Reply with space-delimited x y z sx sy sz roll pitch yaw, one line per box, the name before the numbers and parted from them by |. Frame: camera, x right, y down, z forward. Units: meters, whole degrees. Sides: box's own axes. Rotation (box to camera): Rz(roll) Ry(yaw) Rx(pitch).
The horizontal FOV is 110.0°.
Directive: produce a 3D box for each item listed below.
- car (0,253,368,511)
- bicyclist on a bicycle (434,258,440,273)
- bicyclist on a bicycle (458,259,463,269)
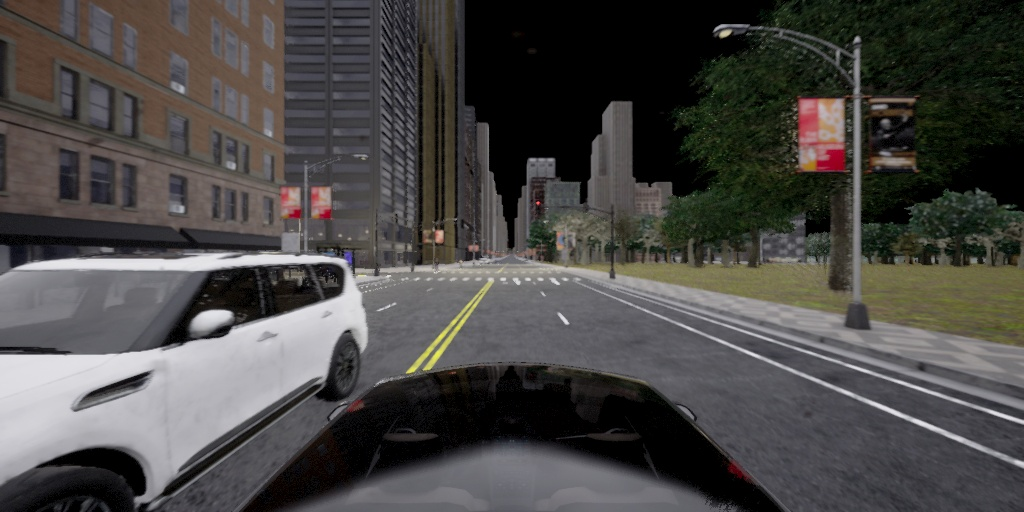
car | -3.351 0.974 3.496 2.150 2.045 5.566 0 0 0
bicyclist on a bicycle | -8.732 1.121 41.558 0.659 1.776 1.843 0 0 0
bicyclist on a bicycle | -8.722 1.344 61.116 0.866 1.612 1.509 0 -1 0
